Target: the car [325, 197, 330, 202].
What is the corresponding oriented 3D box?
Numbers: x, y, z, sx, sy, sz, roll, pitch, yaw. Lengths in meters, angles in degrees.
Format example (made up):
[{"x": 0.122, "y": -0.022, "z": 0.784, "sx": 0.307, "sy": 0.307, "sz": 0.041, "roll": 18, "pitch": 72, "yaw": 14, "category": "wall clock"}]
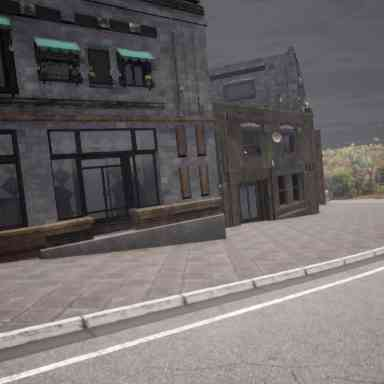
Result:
[{"x": 30.178, "y": 1.670, "z": 77.755, "sx": 2.097, "sy": 1.767, "sz": 4.553, "roll": -6, "pitch": -1, "yaw": -10, "category": "car"}]
